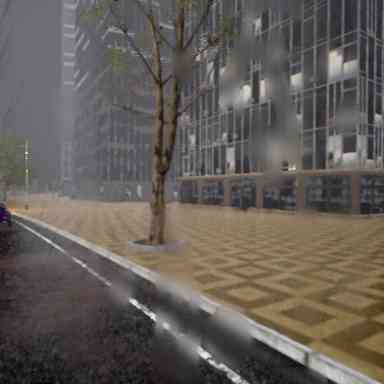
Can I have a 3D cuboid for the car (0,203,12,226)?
[{"bbox_3d":[-12.734,1.388,21.309,1.812,1.442,4.674,0,0,-35],"label":"car"}]
